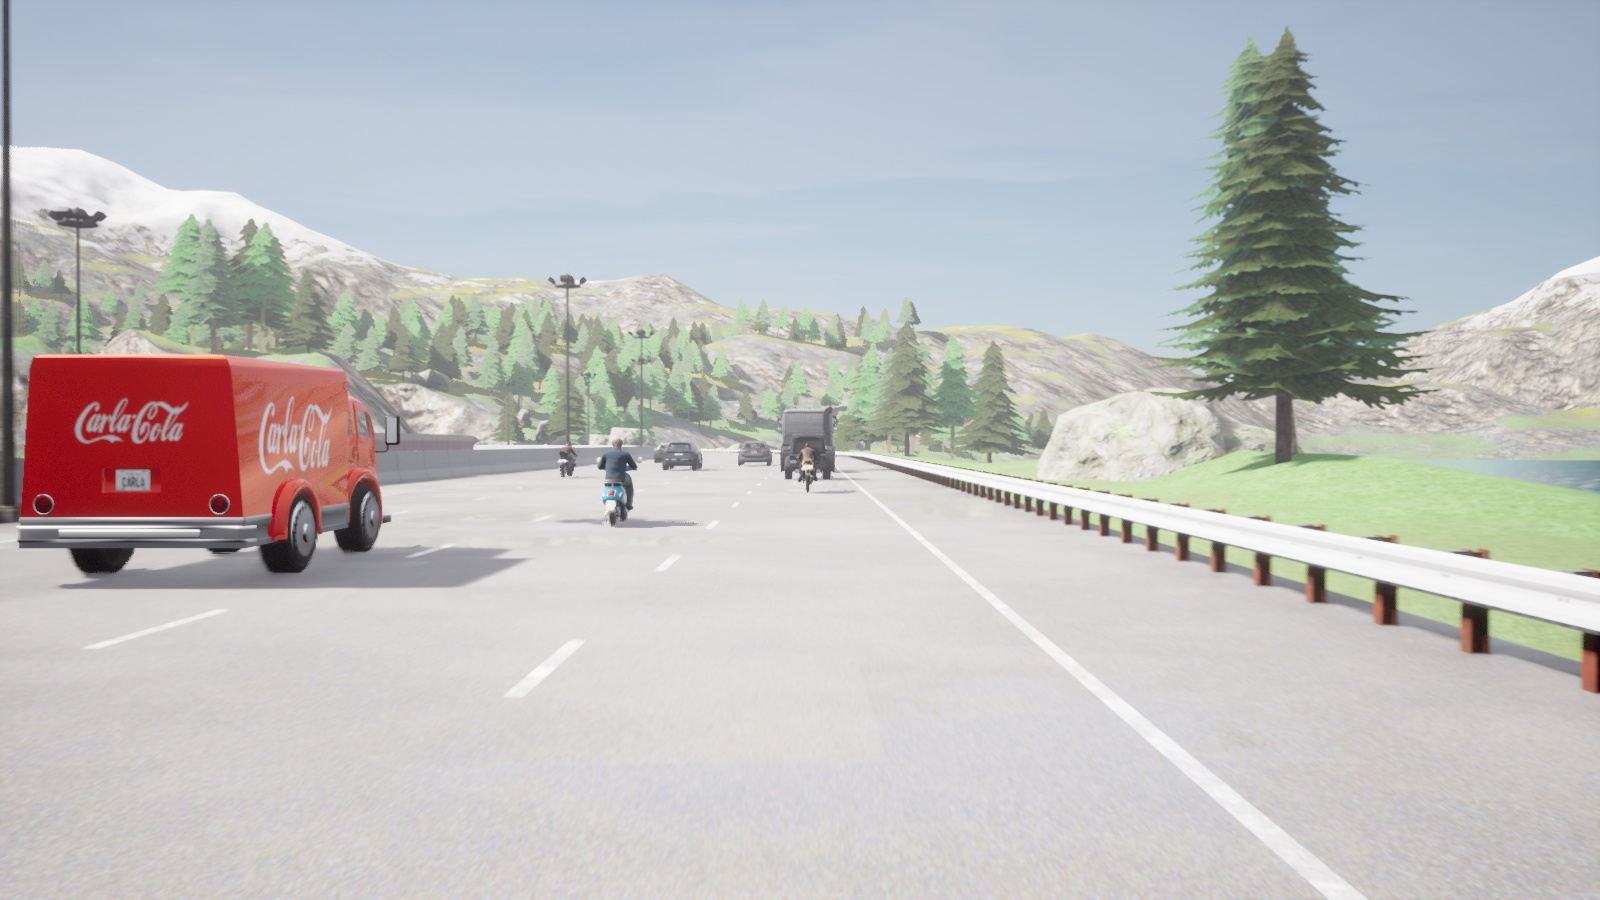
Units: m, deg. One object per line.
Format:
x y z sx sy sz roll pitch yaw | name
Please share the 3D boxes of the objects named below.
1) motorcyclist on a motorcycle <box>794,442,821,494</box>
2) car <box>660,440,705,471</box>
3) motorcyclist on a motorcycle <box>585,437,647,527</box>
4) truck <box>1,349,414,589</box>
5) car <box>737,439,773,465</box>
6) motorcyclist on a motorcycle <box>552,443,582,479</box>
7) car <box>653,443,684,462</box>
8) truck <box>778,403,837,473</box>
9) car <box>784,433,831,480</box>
0.234 0.517 37.918 0.797 1.523 2.044 0 0 0 | motorcyclist on a motorcycle
-6.579 0.277 70.559 2.033 1.649 4.856 0 0 0 | car
-3.352 0.568 23.079 0.866 1.590 1.817 0 0 0 | motorcyclist on a motorcycle
-6.895 0.171 15.521 2.627 2.467 5.204 0 1 0 | truck
-2.997 0.116 84.649 2.242 1.667 4.611 0 0 0 | car
-10.169 0.467 54.838 0.866 1.530 2.191 0 0 0 | motorcyclist on a motorcycle
-9.937 0.172 95.252 1.970 1.475 3.806 0 0 0 | car
0.394 -0.603 65.986 2.891 3.462 7.936 0 0 0 | truck
0.315 0.253 52.057 1.905 1.878 3.866 0 1 0 | car
